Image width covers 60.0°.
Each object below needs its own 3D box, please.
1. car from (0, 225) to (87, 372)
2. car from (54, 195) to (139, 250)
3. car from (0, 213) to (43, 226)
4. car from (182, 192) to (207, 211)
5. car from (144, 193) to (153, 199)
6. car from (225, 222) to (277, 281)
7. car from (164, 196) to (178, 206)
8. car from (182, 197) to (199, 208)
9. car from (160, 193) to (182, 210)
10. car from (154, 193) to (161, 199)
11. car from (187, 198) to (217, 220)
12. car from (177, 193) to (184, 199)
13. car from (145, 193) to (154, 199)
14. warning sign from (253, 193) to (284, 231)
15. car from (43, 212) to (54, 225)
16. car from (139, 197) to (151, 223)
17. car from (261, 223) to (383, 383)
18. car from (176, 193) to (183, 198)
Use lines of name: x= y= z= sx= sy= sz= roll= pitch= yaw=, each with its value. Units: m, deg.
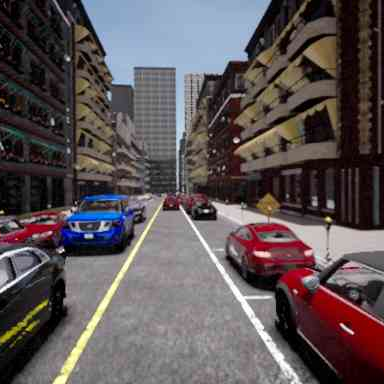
car: x=-3.063 y=1.496 z=4.163 sx=2.128 sy=1.511 sz=4.902 roll=-1 pitch=0 yaw=-4
car: x=-3.739 y=1.169 z=14.224 sx=2.150 sy=2.045 sz=5.566 roll=-1 pitch=0 yaw=-4
car: x=-5.855 y=1.444 z=8.843 sx=1.967 sy=1.590 sz=4.097 roll=-1 pitch=0 yaw=-4
car: x=0.514 y=1.109 z=31.538 sx=2.192 sy=1.841 sz=5.009 roll=-1 pitch=0 yaw=-4
car: x=-10.306 y=1.147 z=75.112 sx=1.752 sy=1.417 sz=4.829 roll=-1 pitch=0 yaw=-4
car: x=2.013 y=1.501 z=9.395 sx=1.802 sy=1.307 sz=4.206 roll=-1 pitch=0 yaw=-4
car: x=-3.124 y=1.282 z=49.107 sx=1.994 sy=1.385 sz=4.181 roll=-1 pitch=0 yaw=-4
car: x=-0.223 y=1.312 z=42.612 sx=1.802 sy=1.307 sz=4.206 roll=-1 pitch=0 yaw=-4
car: x=-2.405 y=1.257 z=38.406 sx=1.882 sy=1.535 sz=5.008 roll=-1 pitch=0 yaw=-4
car: x=-7.847 y=0.932 z=76.875 sx=1.837 sy=1.490 sz=4.892 roll=-1 pitch=0 yaw=-4
car: x=0.892 y=1.391 z=26.003 sx=1.947 sy=1.339 sz=4.313 roll=-1 pitch=0 yaw=-4
car: x=-2.840 y=1.028 z=81.536 sx=1.752 sy=1.417 sz=4.829 roll=-1 pitch=0 yaw=-4
car: x=-11.064 y=0.995 z=86.354 sx=1.967 sy=1.590 sz=4.097 roll=-1 pitch=0 yaw=-4
warning sign: x=3.896 y=0.967 z=16.993 sx=1.300 sy=1.860 sz=1.060 roll=0 pitch=1 yaw=-4
car: x=-6.224 y=1.554 z=14.381 sx=1.802 sy=1.307 sz=4.206 roll=-1 pitch=0 yaw=-4
car: x=-4.420 y=1.380 z=24.588 sx=2.128 sy=1.511 sz=4.902 roll=-1 pitch=0 yaw=-4
car: x=2.386 y=1.390 z=3.857 sx=1.967 sy=1.590 sz=4.097 roll=-1 pitch=0 yaw=-4
car: x=-3.572 y=1.020 z=92.440 sx=1.802 sy=1.307 sz=4.206 roll=-1 pitch=0 yaw=-4
